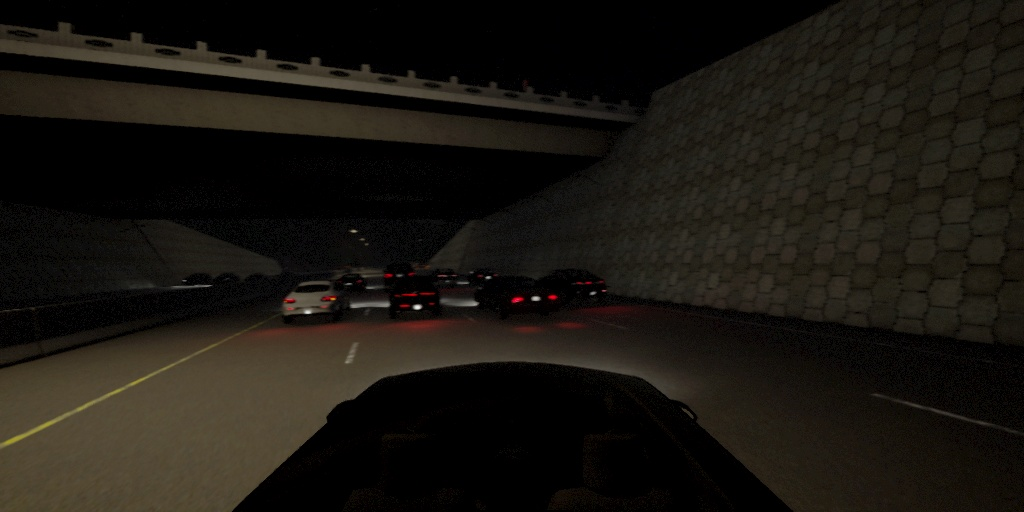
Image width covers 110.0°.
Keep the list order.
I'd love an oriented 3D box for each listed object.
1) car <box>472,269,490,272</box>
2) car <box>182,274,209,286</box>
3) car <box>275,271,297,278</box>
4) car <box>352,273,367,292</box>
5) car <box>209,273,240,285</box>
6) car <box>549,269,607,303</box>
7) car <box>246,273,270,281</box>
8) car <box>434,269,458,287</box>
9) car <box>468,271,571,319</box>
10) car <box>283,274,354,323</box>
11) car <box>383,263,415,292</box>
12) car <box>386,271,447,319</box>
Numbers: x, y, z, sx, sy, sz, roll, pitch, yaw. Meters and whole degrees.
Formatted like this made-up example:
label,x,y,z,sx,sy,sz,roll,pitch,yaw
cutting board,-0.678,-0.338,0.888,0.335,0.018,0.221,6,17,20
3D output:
label,x,y,z,sx,sy,sz,roll,pitch,yaw
car,-2.576,1.799,31.471,1.994,1.385,4.181,-1,-1,-19
car,-41.894,3.118,47.910,1.837,1.490,4.892,-1,-1,-19
car,-31.753,2.902,50.687,2.033,1.411,5.357,-1,-1,-19
car,-12.405,2.037,27.774,1.994,1.385,4.181,-1,-1,-19
car,-38.343,3.041,48.323,1.812,1.442,4.674,-1,-1,-19
car,2.541,1.377,17.024,2.128,1.511,4.902,-1,-1,-19
car,-35.094,3.002,49.626,1.994,1.385,4.181,-1,-1,-19
car,-5.772,1.800,29.991,2.128,1.511,4.902,-1,-1,-19
car,-0.047,1.465,13.791,2.033,1.411,5.357,-1,-1,-19
car,-7.570,1.668,14.154,1.812,1.442,4.674,-1,-1,-19
car,-8.712,1.586,27.759,2.150,2.045,5.566,-1,-1,-19
car,-4.060,1.554,14.704,1.837,1.490,4.892,-1,0,-19
